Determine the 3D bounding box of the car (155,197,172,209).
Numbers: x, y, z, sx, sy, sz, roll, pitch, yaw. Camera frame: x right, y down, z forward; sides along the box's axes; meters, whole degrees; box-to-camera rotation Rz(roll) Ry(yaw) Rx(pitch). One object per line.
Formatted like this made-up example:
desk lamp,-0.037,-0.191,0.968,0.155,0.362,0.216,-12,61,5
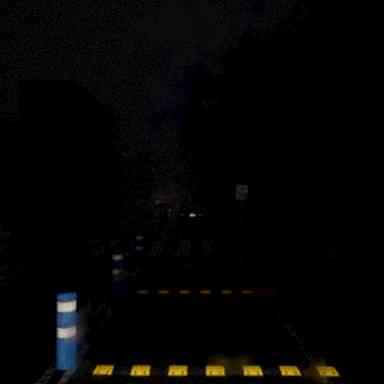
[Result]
car,-3.666,1.338,43.316,1.882,1.535,5.008,0,0,-1

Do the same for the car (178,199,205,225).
car,-0.042,1.494,23.481,2.033,1.411,5.357,0,0,0
